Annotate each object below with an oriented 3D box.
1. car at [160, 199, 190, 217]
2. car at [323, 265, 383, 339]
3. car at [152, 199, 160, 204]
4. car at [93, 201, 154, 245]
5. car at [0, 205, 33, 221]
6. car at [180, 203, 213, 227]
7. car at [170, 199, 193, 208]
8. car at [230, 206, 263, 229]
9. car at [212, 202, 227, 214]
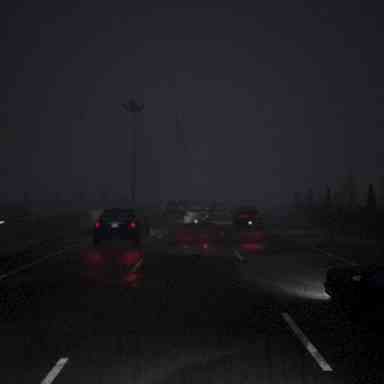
[{"bbox_3d":[-1.576,1.720,36.304,2.097,1.767,4.553,0,-1,10],"label":"car"},{"bbox_3d":[3.600,1.593,4.361,2.033,1.411,5.357,0,-1,0],"label":"car"},{"bbox_3d":[-6.250,2.066,58.175,1.882,1.535,5.008,0,-1,22],"label":"car"},{"bbox_3d":[-3.374,1.523,16.740,2.097,1.767,4.553,0,-1,0],"label":"car"},{"bbox_3d":[-16.722,1.877,30.854,1.994,1.385,4.181,0,-1,6],"label":"car"},{"bbox_3d":[0.423,1.777,24.727,1.812,1.442,4.674,0,-1,4],"label":"car"},{"bbox_3d":[-1.871,2.096,59.578,2.128,1.511,4.902,0,-1,24],"label":"car"},{"bbox_3d":[3.843,1.745,23.653,1.837,1.490,4.892,0,-1,3],"label":"car"},{"bbox_3d":[3.094,1.967,41.426,2.033,1.411,5.357,0,-1,14],"label":"car"}]
